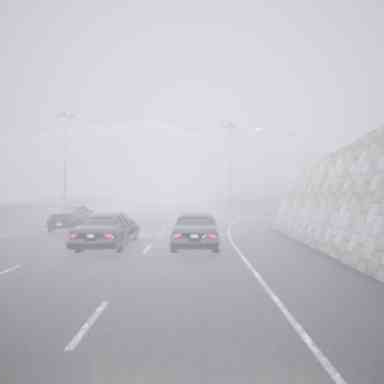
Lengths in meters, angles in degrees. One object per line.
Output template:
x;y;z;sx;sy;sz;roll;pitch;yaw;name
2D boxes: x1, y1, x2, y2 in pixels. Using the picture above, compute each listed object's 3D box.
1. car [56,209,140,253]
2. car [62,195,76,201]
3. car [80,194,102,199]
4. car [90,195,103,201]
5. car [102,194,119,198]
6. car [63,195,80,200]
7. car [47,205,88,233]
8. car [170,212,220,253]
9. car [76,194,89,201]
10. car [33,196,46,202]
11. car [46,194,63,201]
-3.400;1.533;13.654;2.033;1.411;5.357;0;0;0;car
-31.501;1.432;85.279;1.812;1.442;4.674;0;0;0;car
-21.001;1.465;69.445;2.033;1.411;5.357;0;0;0;car
-24.501;1.461;85.279;1.994;1.385;4.181;0;0;0;car
-21.001;1.386;85.279;1.882;1.535;5.008;0;0;0;car
-24.501;1.425;69.445;1.837;1.490;4.892;0;0;0;car
-6.913;1.504;19.584;1.812;1.442;4.674;0;0;0;car
0.176;1.533;13.656;2.033;1.411;5.357;0;0;2;car
-28.001;1.386;85.279;1.882;1.535;5.008;0;0;0;car
-31.501;1.478;69.445;1.994;1.385;4.181;0;0;0;car
-28.001;1.280;69.475;2.097;1.767;4.553;0;0;0;car
